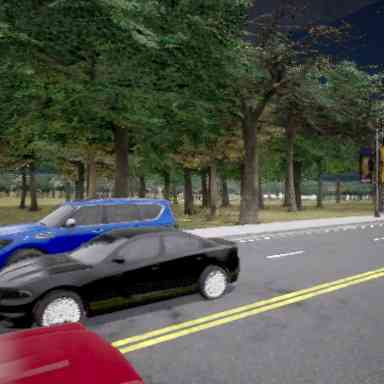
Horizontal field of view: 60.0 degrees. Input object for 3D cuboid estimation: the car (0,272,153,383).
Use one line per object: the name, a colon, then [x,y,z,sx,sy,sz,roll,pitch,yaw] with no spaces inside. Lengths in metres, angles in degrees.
car: [-2.464,1.601,1.682,4.718,1.301,1.895,0,0,-35]

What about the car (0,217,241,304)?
car: [-1.227,1.478,6.802,5.008,1.535,1.882,0,0,-35]

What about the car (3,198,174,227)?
car: [-2.949,1.222,9.565,5.566,2.045,2.150,0,0,-35]
